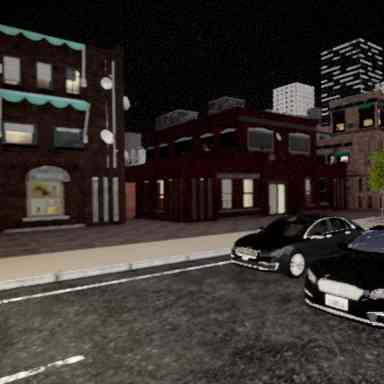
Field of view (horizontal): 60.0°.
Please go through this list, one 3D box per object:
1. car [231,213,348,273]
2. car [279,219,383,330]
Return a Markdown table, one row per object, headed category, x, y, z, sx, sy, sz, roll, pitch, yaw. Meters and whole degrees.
| category | x | y | z | sx | sy | sz | roll | pitch | yaw |
| --- | --- | --- | --- | --- | --- | --- | --- | --- | --- |
| car | 3.336 | 1.424 | 9.941 | 4.892 | 1.490 | 1.837 | -1 | 0 | -36 |
| car | 4.235 | 1.422 | 6.588 | 4.902 | 1.511 | 2.128 | -1 | 0 | -36 |
